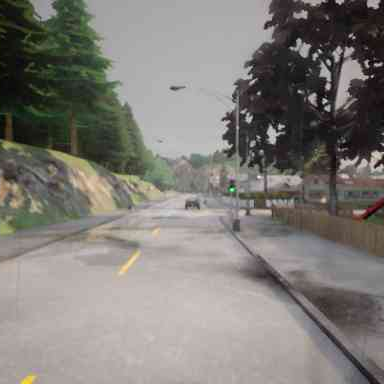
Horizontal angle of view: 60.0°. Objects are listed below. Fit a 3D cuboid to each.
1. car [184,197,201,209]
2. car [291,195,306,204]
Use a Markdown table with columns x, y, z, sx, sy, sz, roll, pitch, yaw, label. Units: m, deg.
| x | y | z | sx | sy | sz | roll | pitch | yaw | label |
| --- | --- | --- | --- | --- | --- | --- | --- | --- | --- |
| 0.073 | 1.391 | 42.640 | 1.812 | 1.442 | 4.674 | 0 | 0 | 0 | car |
| 15.765 | 1.141 | 50.273 | 1.994 | 1.381 | 4.181 | 0 | 0 | 0 | car |
